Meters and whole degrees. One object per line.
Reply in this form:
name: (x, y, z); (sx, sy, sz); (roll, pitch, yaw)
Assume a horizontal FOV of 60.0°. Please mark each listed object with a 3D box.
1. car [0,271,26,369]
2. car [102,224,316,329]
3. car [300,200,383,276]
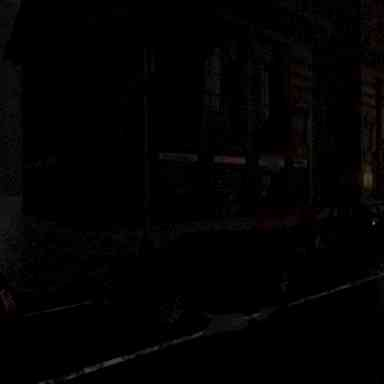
car: (-4.211, 1.458, 3.643); (4.097, 1.590, 1.967); (-1, 1, -35)
car: (0.352, 1.515, 6.894); (4.313, 1.339, 1.947); (-1, 1, -35)
car: (4.912, 1.195, 10.141); (5.009, 1.841, 2.192); (-1, 1, -35)
